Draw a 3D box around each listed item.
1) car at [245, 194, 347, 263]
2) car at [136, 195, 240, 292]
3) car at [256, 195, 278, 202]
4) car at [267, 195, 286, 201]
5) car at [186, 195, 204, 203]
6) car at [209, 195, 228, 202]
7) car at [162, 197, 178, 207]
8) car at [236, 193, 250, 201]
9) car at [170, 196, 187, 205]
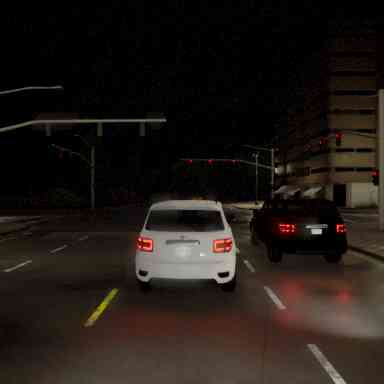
[{"bbox_3d":[3.577,1.221,12.180,2.150,2.045,5.566,0,0,0],"label":"car"},{"bbox_3d":[0.016,1.221,9.154,2.150,2.045,5.566,0,0,4],"label":"car"},{"bbox_3d":[18.202,1.540,80.233,5.357,1.411,2.033,0,0,-34],"label":"car"},{"bbox_3d":[21.840,1.524,86.259,4.674,1.442,1.812,0,0,-22],"label":"car"},{"bbox_3d":[0.662,1.478,70.373,1.882,1.535,5.008,0,0,23],"label":"car"},{"bbox_3d":[6.380,1.525,79.003,2.128,1.511,4.902,0,0,38],"label":"car"},{"bbox_3d":[-3.363,1.505,51.610,1.837,1.490,4.892,0,0,3],"label":"car"},{"bbox_3d":[13.073,1.225,80.741,5.566,2.045,2.150,0,0,-41],"label":"car"},{"bbox_3d":[-2.426,1.505,60.846,1.837,1.490,4.892,0,0,13],"label":"car"}]
